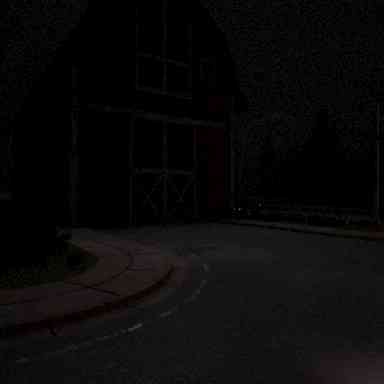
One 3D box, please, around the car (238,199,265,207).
[{"bbox_3d":[7.264,1.591,42.413,1.994,1.385,4.181,0,0,-35],"label":"car"}]
